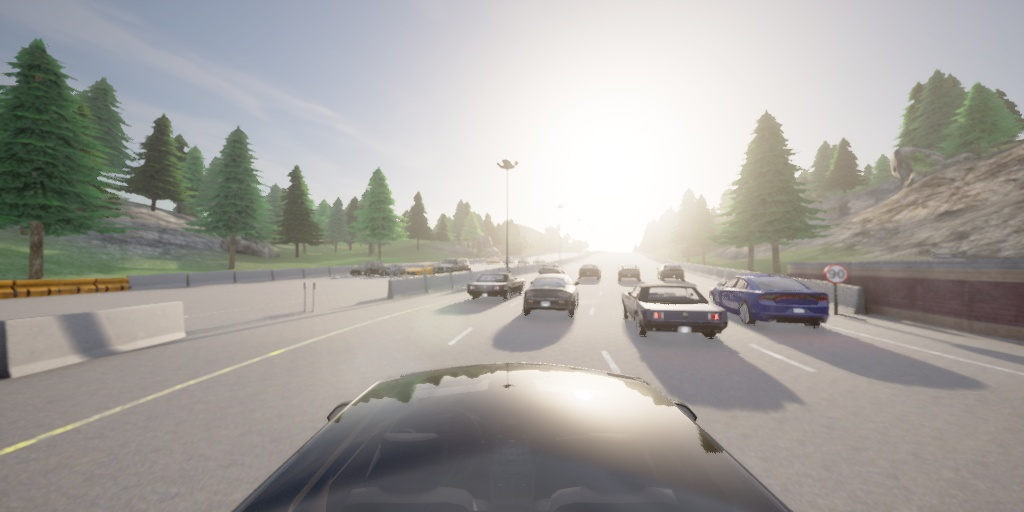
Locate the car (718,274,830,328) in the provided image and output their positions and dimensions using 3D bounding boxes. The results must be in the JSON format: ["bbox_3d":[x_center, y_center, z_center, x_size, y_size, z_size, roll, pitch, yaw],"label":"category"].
[{"bbox_3d":[8.308,1.355,12.116,1.882,1.535,5.008,0,-1,13],"label":"car"}]

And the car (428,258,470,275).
[{"bbox_3d":[-6.284,1.248,37.898,2.150,2.045,5.566,0,0,17],"label":"car"}]

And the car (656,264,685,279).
[{"bbox_3d":[14.017,1.435,31.804,1.837,1.490,4.892,0,0,17],"label":"car"}]

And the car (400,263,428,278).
[{"bbox_3d":[-9.631,1.520,38.913,1.882,1.535,5.008,0,0,17],"label":"car"}]

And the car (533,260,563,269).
[{"bbox_3d":[3.807,1.470,34.312,2.128,1.511,4.902,0,0,17],"label":"car"}]

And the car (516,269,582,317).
[{"bbox_3d":[1.618,1.431,14.058,1.812,1.442,4.674,0,-1,13],"label":"car"}]

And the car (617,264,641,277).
[{"bbox_3d":[10.607,1.438,32.619,2.128,1.511,4.902,0,0,17],"label":"car"}]

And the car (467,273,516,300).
[{"bbox_3d":[-0.671,1.554,19.156,1.895,1.301,4.718,0,0,16],"label":"car"}]

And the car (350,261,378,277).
[{"bbox_3d":[-16.320,1.427,40.975,2.097,1.767,4.553,0,0,17],"label":"car"}]

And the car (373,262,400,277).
[{"bbox_3d":[-12.986,1.623,39.907,1.994,1.385,4.181,0,0,17],"label":"car"}]

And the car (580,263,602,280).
[{"bbox_3d":[7.667,1.436,34.993,1.882,1.535,5.008,0,0,17],"label":"car"}]

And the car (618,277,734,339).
[{"bbox_3d":[4.418,1.459,10.554,1.895,1.301,4.718,0,-1,10],"label":"car"}]
